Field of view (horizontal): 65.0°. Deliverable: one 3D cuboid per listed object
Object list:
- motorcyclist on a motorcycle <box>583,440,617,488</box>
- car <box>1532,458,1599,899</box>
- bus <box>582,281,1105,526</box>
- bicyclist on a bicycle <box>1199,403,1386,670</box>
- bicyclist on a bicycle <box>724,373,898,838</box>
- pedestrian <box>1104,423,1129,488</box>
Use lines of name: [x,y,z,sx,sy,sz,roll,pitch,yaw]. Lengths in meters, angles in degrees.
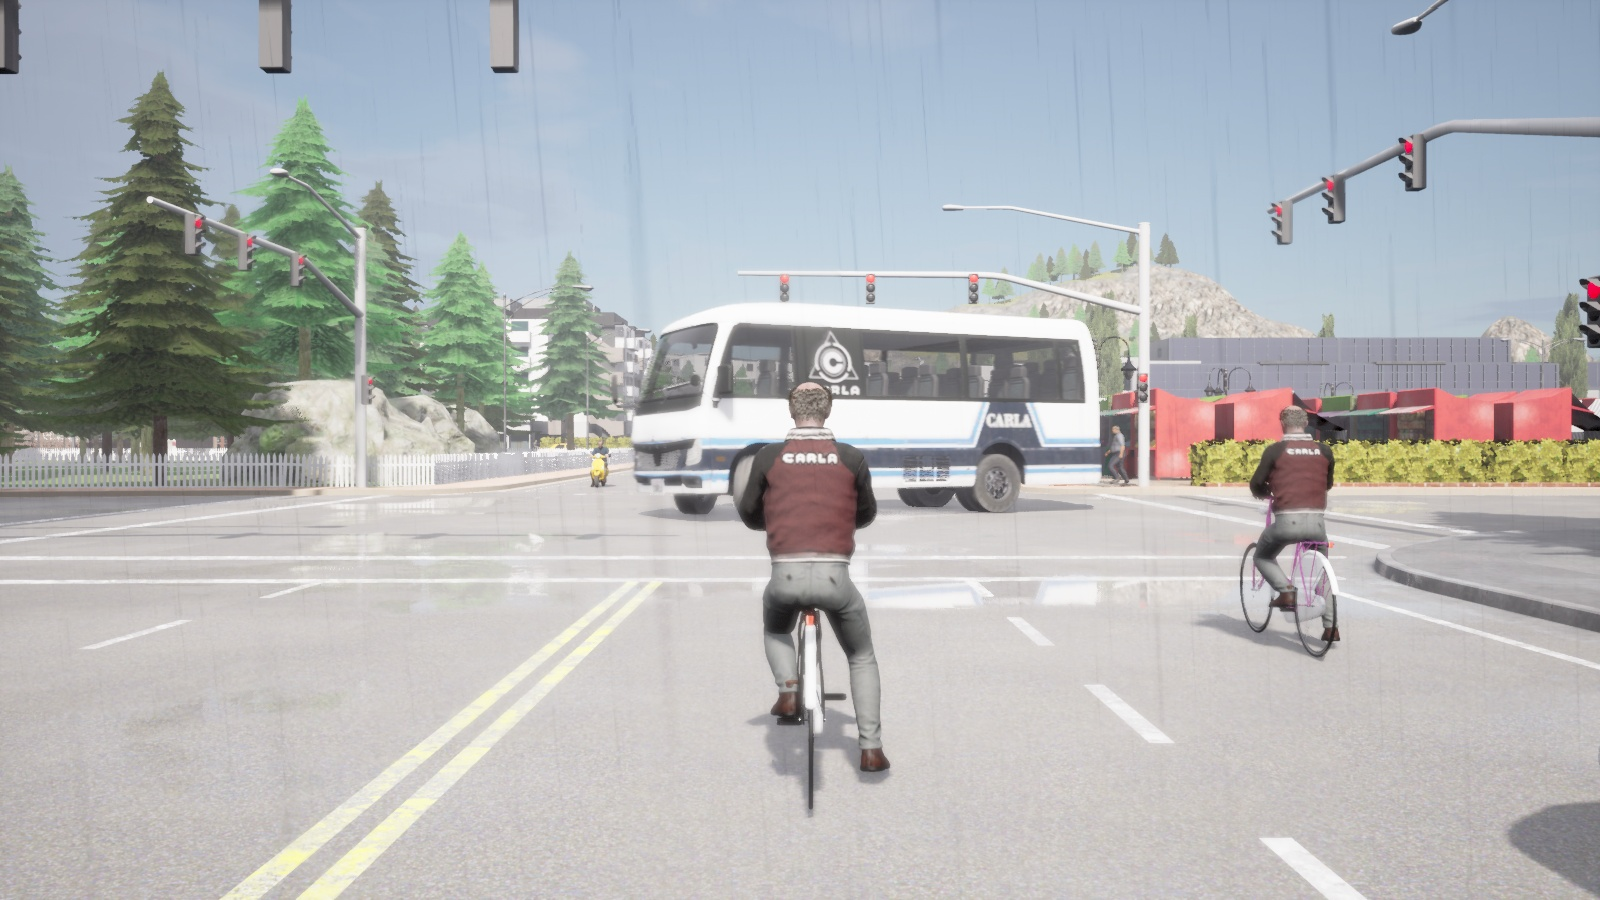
motorcyclist on a motorcycle: [-6.760,0.454,42.533,0.866,1.590,1.817,0,0,0]
car: [3.526,0.763,2.164,1.812,1.442,4.674,0,0,0]
bus: [1.075,-0.788,26.066,10.273,4.253,3.944,0,-1,-30]
bicyclist on a bicycle: [3.564,0.568,9.269,0.659,1.776,1.843,0,1,0]
bicyclist on a bicycle: [0.046,0.585,5.708,0.659,1.776,1.843,0,1,0]
pedestrian: [9.123,0.153,36.204,0.694,1.848,0.540,0,0,13]
